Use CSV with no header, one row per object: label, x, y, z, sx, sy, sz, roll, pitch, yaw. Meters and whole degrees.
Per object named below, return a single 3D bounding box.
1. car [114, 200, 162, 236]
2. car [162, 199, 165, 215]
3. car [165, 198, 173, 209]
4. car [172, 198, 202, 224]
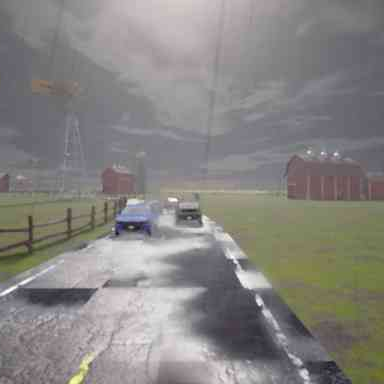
car,-2.909,1.410,18.258,1.882,1.535,5.008,0,0,-1
car,-3.775,1.435,31.511,1.994,1.385,4.181,0,0,-6
car,-2.653,1.388,42.574,1.994,1.385,4.181,0,0,-11
car,-0.307,1.415,24.097,1.837,1.490,4.892,0,1,-3
